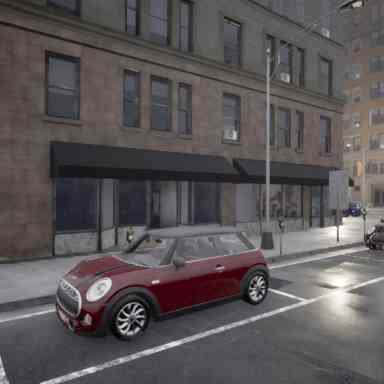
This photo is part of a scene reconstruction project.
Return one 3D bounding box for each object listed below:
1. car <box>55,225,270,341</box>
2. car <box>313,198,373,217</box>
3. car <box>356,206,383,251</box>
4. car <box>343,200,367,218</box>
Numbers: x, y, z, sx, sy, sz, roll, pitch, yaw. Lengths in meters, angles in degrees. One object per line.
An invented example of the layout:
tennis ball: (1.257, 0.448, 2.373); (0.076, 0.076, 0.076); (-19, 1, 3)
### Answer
car: (-0.438, 1.441, 6.456); (4.097, 1.590, 1.967); (0, 0, -36)
car: (14.420, 1.415, 32.040); (2.128, 1.511, 4.902); (1, 0, -36)
car: (8.487, 1.445, 12.863); (4.097, 1.590, 1.967); (0, 0, -36)
car: (12.293, 1.123, 29.443); (2.150, 2.045, 5.566); (1, 0, -36)
